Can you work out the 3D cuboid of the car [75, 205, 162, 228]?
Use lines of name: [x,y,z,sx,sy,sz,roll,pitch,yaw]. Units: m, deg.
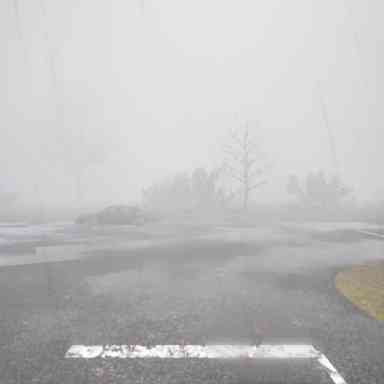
car: [-4.661,1.534,21.576,5.357,1.411,2.033,0,0,-1]
